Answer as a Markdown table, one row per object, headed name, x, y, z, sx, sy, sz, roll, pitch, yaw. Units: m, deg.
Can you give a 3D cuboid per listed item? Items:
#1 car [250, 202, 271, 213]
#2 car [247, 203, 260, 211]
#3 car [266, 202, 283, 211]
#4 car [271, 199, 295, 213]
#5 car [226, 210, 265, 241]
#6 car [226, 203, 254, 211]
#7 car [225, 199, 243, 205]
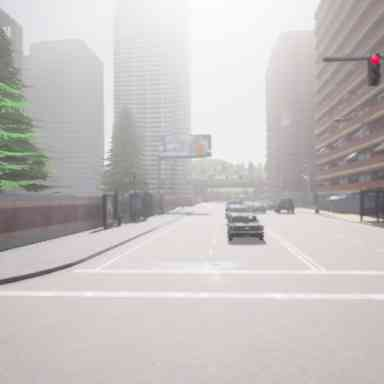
| name | x | y | z | sx | sy | sz | roll | pitch | yaw |
| --- | --- | --- | --- | --- | --- | --- | --- | --- | --- |
| car | 9.726 | 2.334 | 48.264 | 2.033 | 1.411 | 5.357 | -1 | -1 | 7 |
| car | 10.681 | 2.552 | 57.858 | 1.895 | 1.301 | 4.718 | -1 | -1 | 6 |
| car | 14.158 | 2.451 | 57.466 | 2.033 | 1.411 | 5.357 | -1 | -1 | 6 |
| car | 13.155 | 1.954 | 47.491 | 2.150 | 2.045 | 5.566 | -1 | -1 | 7 |
| car | 2.980 | 1.926 | 18.811 | 1.895 | 1.301 | 4.718 | -1 | -1 | 6 |
| car | 4.052 | 2.006 | 29.071 | 1.837 | 1.490 | 4.892 | -1 | -1 | 6 |
| car | 5.126 | 1.897 | 39.299 | 2.150 | 2.045 | 5.566 | -1 | -1 | 6 |
